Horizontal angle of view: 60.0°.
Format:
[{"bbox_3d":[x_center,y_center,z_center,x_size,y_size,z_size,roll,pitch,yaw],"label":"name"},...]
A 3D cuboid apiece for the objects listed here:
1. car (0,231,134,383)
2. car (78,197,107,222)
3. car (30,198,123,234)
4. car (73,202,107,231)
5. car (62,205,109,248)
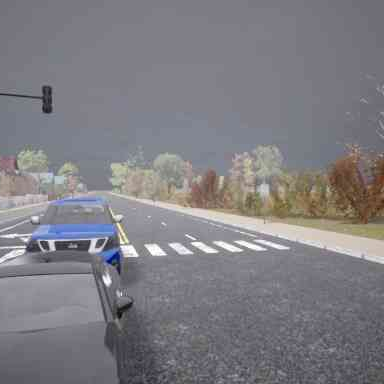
[{"bbox_3d":[-1.713,1.524,3.895,1.812,1.442,4.674,0,0,-13],"label":"car"},{"bbox_3d":[-8.167,1.338,27.527,2.097,1.767,4.553,0,0,-15],"label":"car"},{"bbox_3d":[-3.360,1.218,9.982,2.150,2.045,5.566,0,0,-15],"label":"car"},{"bbox_3d":[-6.600,1.468,21.795,1.882,1.535,5.008,0,0,-15],"label":"car"},{"bbox_3d":[-5.025,1.499,16.052,1.837,1.490,4.892,0,0,-15],"label":"car"}]
